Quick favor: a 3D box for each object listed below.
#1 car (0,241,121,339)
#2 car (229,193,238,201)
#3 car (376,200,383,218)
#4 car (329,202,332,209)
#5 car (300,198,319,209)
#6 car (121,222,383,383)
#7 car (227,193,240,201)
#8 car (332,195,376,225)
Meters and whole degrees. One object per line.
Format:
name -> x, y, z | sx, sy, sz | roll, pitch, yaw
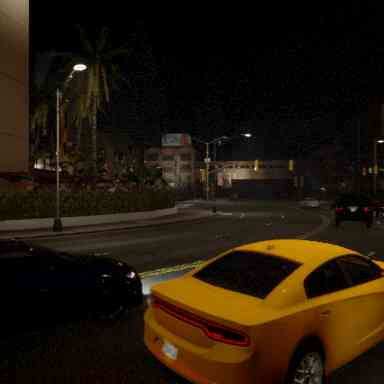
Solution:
car -> -2.982, 1.558, 5.720 | 4.181, 1.385, 1.994 | 0, 0, -35
car -> 10.797, 1.289, 87.333 | 2.185, 1.767, 4.553 | 0, 0, 7
car -> 16.844, 1.487, 29.679 | 1.837, 1.490, 4.892 | 0, -1, 14
car -> 19.034, 1.540, 42.471 | 1.994, 1.385, 4.181 | 0, 0, 8
car -> 15.870, 1.497, 45.096 | 1.812, 1.442, 4.674 | 0, 0, 7
car -> 1.695, 1.475, 4.970 | 5.008, 1.535, 1.882 | 0, 0, -39
car -> 10.165, 1.419, 80.938 | 2.097, 1.535, 5.008 | 0, 0, 7
car -> 11.098, 1.208, 23.027 | 2.150, 2.045, 5.566 | 0, 0, 24
